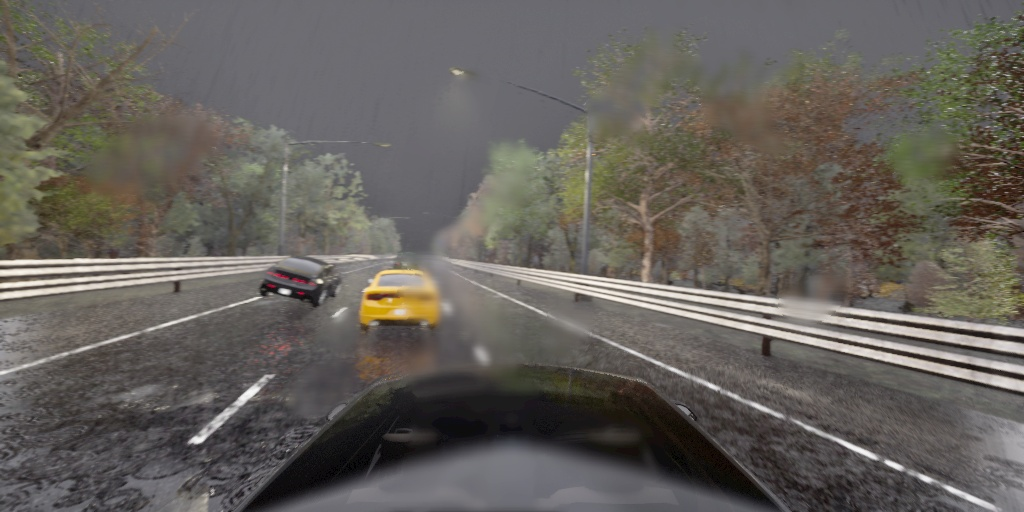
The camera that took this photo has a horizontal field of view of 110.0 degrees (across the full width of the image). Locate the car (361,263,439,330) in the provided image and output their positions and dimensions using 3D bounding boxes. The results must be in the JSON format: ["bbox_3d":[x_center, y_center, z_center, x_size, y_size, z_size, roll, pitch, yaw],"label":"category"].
[{"bbox_3d":[-3.280,1.147,10.765,1.882,1.535,5.008,3,-1,-16],"label":"car"}]

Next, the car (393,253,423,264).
[{"bbox_3d":[-8.602,0.796,29.560,2.150,2.045,5.566,3,-1,-16],"label":"car"}]

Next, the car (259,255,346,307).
[{"bbox_3d":[-7.613,0.805,13.457,1.837,1.490,4.892,18,-3,-15],"label":"car"}]
